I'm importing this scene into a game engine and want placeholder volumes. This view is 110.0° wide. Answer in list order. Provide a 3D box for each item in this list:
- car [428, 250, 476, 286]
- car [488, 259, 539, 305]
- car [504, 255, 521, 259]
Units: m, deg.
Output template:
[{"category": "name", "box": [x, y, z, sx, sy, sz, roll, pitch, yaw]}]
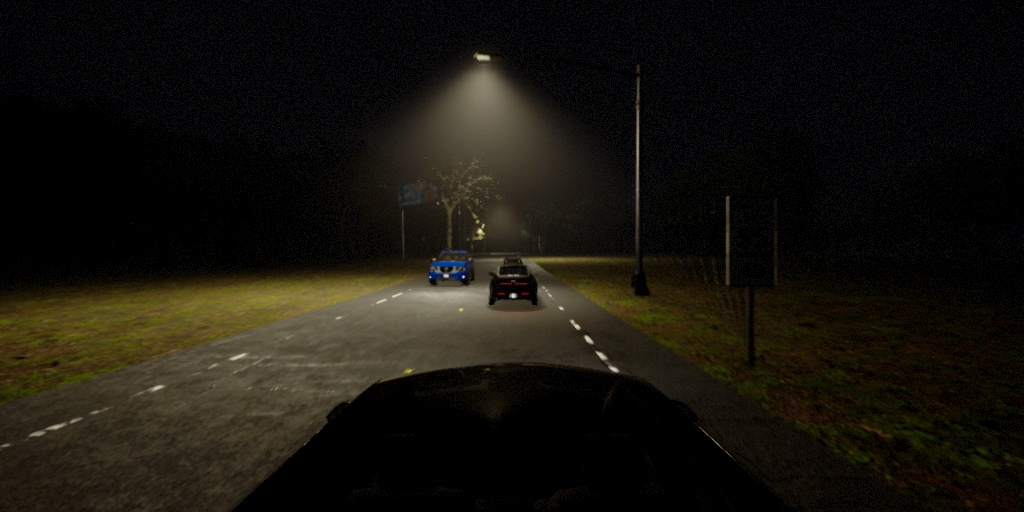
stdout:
[{"category": "car", "box": [-3.534, 0.669, 22.107, 2.150, 2.045, 5.566, 0, 1, 0]}, {"category": "car", "box": [0.059, 1.079, 14.950, 1.837, 1.490, 4.892, 0, 1, 0]}, {"category": "car", "box": [0.082, 0.646, 35.415, 2.128, 1.511, 4.902, 0, 1, 0]}]
